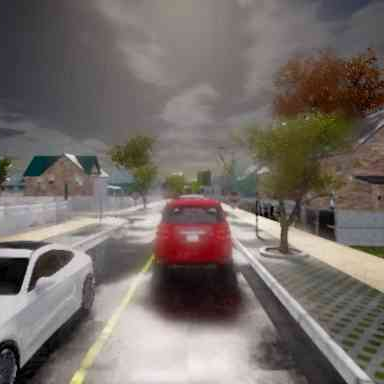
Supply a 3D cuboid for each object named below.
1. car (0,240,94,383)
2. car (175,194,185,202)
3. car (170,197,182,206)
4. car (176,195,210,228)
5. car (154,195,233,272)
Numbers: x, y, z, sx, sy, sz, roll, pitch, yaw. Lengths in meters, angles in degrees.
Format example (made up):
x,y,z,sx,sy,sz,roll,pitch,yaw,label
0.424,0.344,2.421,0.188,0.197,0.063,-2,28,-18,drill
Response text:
x,y,z,sx,sy,sz,roll,pitch,yaw,label
-2.844,1.535,4.971,1.812,1.442,4.674,0,0,0,car
-2.755,1.436,76.157,2.097,1.767,4.553,0,0,0,car
-2.800,1.680,60.176,1.882,1.535,5.008,0,0,1,car
0.059,1.274,23.820,2.150,2.045,5.566,0,0,0,car
0.073,1.246,11.026,2.150,2.045,5.566,0,0,1,car
